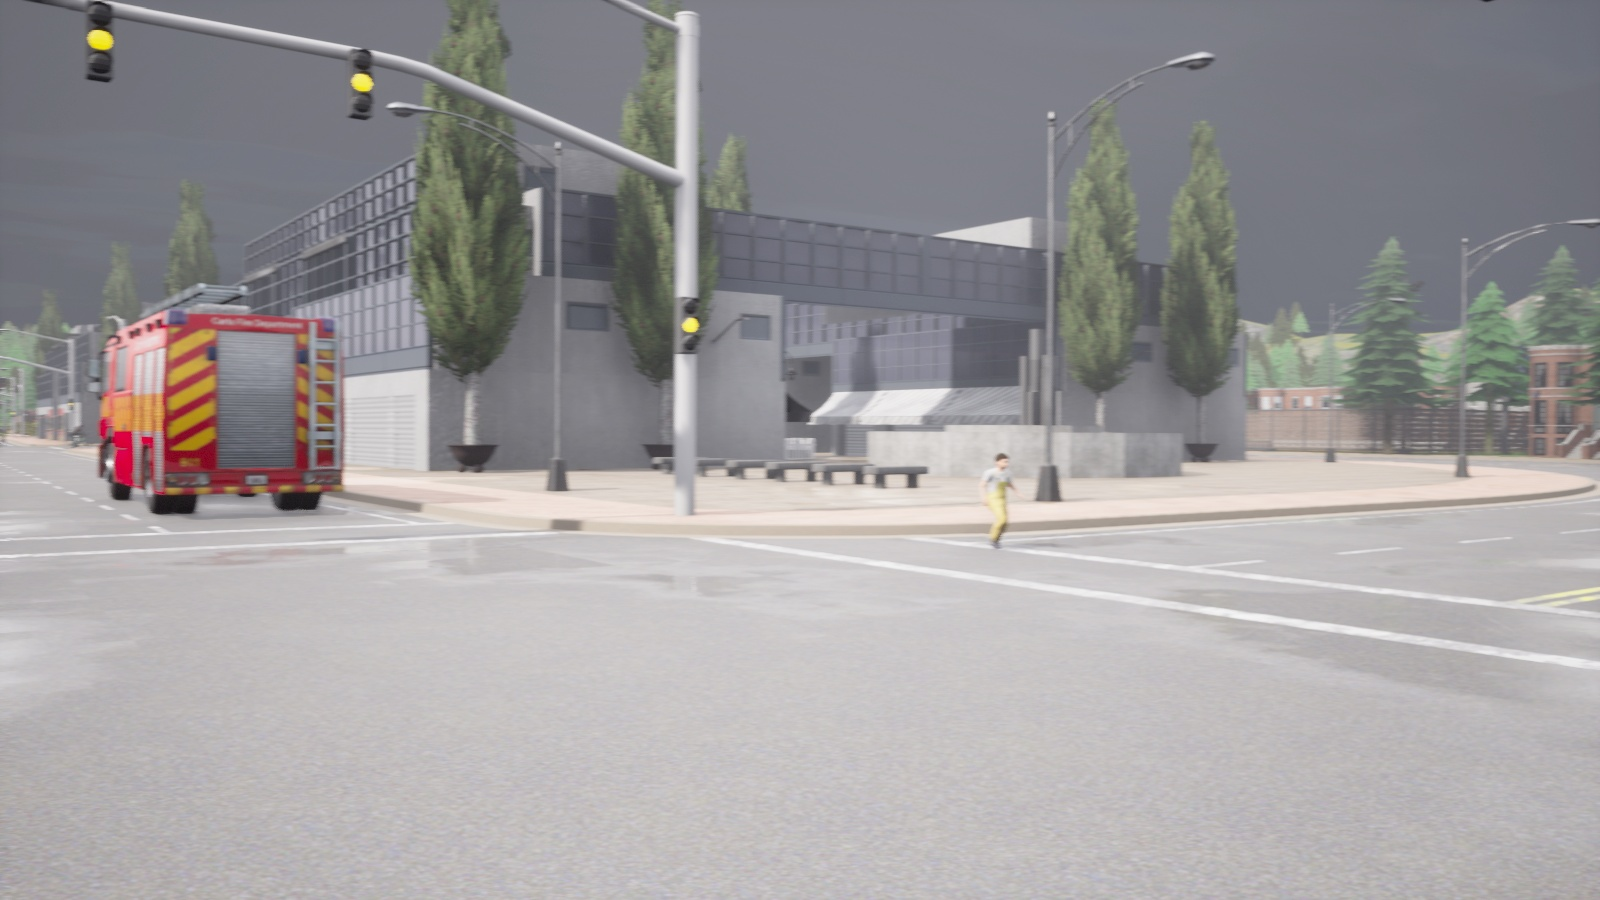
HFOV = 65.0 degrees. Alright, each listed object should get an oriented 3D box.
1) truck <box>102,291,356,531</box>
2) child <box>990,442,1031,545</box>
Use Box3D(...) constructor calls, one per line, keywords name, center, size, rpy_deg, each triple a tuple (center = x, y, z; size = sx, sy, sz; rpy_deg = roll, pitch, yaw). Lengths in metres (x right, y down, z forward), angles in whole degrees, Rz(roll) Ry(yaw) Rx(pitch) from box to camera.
Box3D(name="truck", center=(-11.313, -0.671, 24.302), size=(2.891, 3.827, 8.468), rpy_deg=(-1, 1, -35))
Box3D(name="child", center=(2.633, 0.528, 15.700), size=(0.270, 1.263, 0.437), rpy_deg=(-1, 1, -33))
